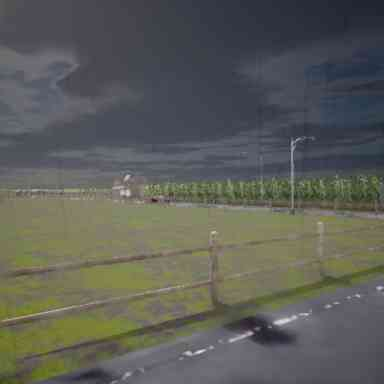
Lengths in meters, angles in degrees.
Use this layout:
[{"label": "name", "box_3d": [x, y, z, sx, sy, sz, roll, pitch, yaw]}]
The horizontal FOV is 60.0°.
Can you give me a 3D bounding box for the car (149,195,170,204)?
[{"label": "car", "box_3d": [-5.882, 1.320, 59.203, 1.882, 1.535, 5.008, -1, 1, -37]}]
